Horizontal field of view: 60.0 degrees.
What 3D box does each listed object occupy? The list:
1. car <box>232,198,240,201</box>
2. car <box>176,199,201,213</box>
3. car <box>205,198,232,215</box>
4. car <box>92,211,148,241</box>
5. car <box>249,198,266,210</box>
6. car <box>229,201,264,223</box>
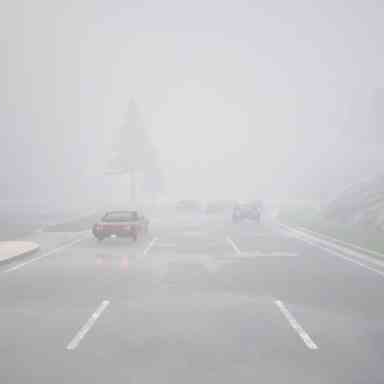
[{"bbox_3d":[5.323,1.526,44.202,1.812,1.442,4.674,0,0,16],"label":"car"},{"bbox_3d":[-0.333,1.490,36.964,2.128,1.511,4.902,0,0,15],"label":"car"},{"bbox_3d":[2.561,1.526,34.240,1.812,1.442,4.674,0,0,15],"label":"car"},{"bbox_3d":[-3.359,1.601,16.614,1.895,1.301,4.718,0,0,1],"label":"car"},{"bbox_3d":[7.631,1.477,39.426,1.882,1.535,5.008,0,0,16],"label":"car"},{"bbox_3d":[4.061,1.600,25.507,1.895,1.301,4.718,0,0,5],"label":"car"}]
